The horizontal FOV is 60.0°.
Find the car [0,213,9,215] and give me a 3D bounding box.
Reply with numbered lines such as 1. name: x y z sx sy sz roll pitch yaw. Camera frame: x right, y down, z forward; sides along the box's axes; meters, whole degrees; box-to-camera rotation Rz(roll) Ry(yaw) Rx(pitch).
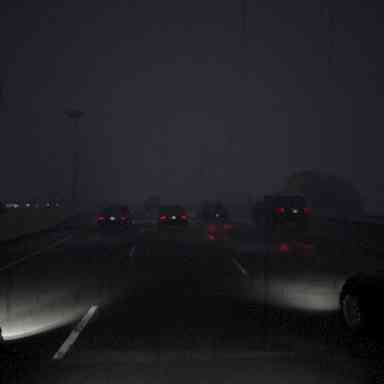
1. car: -16.455 1.517 26.859 1.837 1.490 4.892 0 0 -9

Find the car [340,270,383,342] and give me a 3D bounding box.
1. car: 3.452 1.519 3.730 1.812 1.442 4.674 0 0 -1

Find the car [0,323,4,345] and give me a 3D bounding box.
1. car: -3.531 1.568 2.817 1.994 1.385 4.181 0 0 -1

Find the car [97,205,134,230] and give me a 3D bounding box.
1. car: -4.827 1.545 21.336 2.033 1.411 5.357 0 0 -7

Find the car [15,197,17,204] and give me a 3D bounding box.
1. car: -33.717 1.595 62.767 1.895 1.301 4.718 0 0 -22

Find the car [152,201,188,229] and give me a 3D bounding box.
1. car: -1.379 1.540 21.874 2.033 1.411 5.357 0 0 -7

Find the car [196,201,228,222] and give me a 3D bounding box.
1. car: 1.493 1.478 26.482 2.128 1.511 4.902 0 0 -8

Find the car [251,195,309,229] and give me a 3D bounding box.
1. car: 5.651 1.204 21.912 2.150 2.045 5.566 0 0 -7

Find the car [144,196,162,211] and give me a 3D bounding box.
1. car: -4.764 1.342 40.848 2.097 1.767 4.553 0 0 -13
